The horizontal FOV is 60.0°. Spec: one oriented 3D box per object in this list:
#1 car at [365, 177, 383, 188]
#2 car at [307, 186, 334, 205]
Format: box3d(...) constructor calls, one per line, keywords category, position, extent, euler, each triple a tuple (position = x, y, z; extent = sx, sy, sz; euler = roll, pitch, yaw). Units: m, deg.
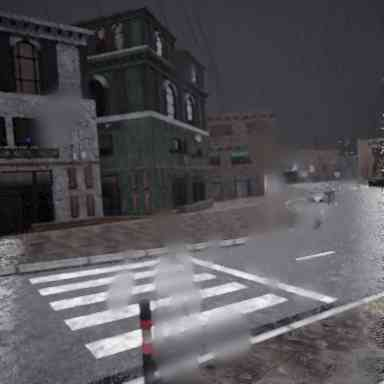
box3d(category="car", position=(26.335, -1.345, 45.915), extent=(1.882, 1.535, 5.008), euler=(-5, 3, -16))
box3d(category="car", position=(11.907, 0.274, 30.724), extent=(2.128, 1.511, 4.902), euler=(-3, 3, 28))
